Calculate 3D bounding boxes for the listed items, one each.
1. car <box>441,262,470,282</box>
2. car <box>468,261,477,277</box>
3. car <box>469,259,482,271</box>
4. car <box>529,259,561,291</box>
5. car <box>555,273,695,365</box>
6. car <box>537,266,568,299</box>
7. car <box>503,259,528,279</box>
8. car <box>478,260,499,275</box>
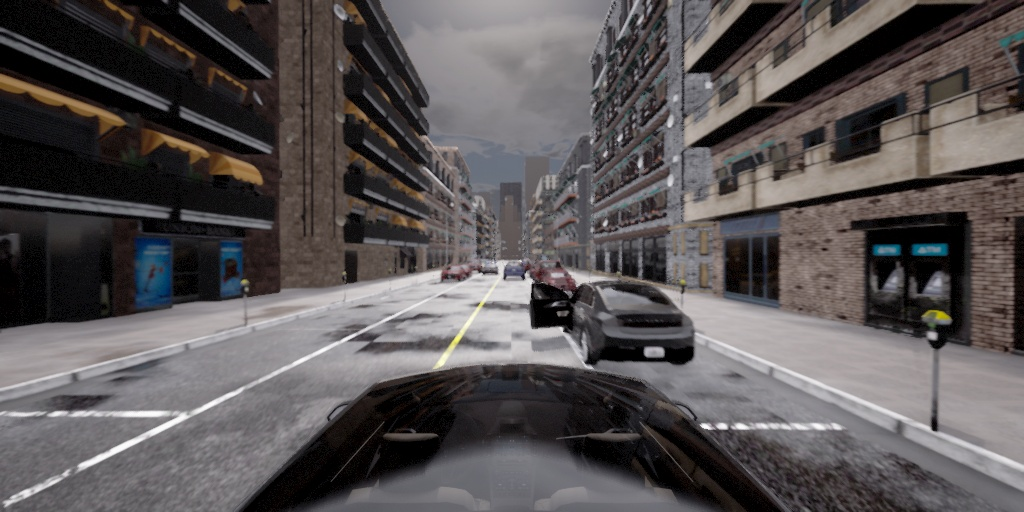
[{"bbox_3d":[-5.202,1.511,32.217,1.888,1.381,4.507,0,0,0],"label":"car"},{"bbox_3d":[-5.182,1.551,37.868,1.888,1.381,4.507,0,0,0],"label":"car"},{"bbox_3d":[-5.142,1.399,49.170,2.192,1.841,5.009,0,0,0],"label":"car"},{"bbox_3d":[2.658,1.228,26.421,2.192,1.841,5.009,0,0,0],"label":"car"},{"bbox_3d":[2.256,1.294,8.094,1.837,1.490,4.892,0,0,0],"label":"car"},{"bbox_3d":[2.637,1.456,20.757,1.802,1.307,4.207,0,0,0],"label":"car"},{"bbox_3d":[0.202,1.334,35.845,2.097,1.767,4.553,0,0,0],"label":"car"},{"bbox_3d":[-2.612,1.592,44.135,2.033,1.411,5.357,0,0,1],"label":"car"}]
